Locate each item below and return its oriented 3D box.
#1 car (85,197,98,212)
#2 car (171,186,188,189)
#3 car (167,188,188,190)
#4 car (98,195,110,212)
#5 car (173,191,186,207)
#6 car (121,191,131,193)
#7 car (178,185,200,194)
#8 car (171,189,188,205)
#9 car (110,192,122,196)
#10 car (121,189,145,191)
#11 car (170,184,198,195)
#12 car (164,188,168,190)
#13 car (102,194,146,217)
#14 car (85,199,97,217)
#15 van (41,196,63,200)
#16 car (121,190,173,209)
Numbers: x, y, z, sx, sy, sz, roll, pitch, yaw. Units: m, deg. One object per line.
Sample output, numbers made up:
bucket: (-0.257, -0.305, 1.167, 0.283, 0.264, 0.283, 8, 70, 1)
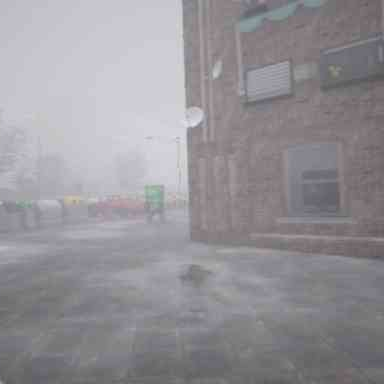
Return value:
car: (-15.191, 1.621, 42.949, 4.892, 1.521, 2.231, -3, 2, 24)
car: (-0.133, 0.479, 46.593, 4.553, 1.767, 2.185, -3, 2, 24)
car: (-1.269, 0.762, 44.033, 4.892, 1.521, 2.231, -3, 2, 24)
car: (-14.073, 1.505, 45.503, 4.674, 1.452, 2.002, -3, 2, 24)
car: (-3.836, 1.098, 38.613, 5.366, 1.575, 1.946, -3, 2, 24)
car: (-11.852, 1.157, 50.620, 4.892, 1.521, 2.231, -3, 2, 24)
car: (-0.695, -0.517, 76.177, 4.553, 1.767, 2.185, -3, 2, 24)
car: (-2.326, 0.920, 41.156, 5.366, 1.575, 1.946, -3, 2, 24)
car: (-13.004, 1.318, 47.943, 4.892, 1.521, 2.231, -3, 2, 24)
car: (-9.609, 0.595, 55.712, 5.566, 2.045, 2.435, -3, 2, 24)
car: (-1.869, -0.485, 73.637, 5.566, 2.045, 2.435, -3, 2, 24)
car: (-7.480, 0.420, 60.741, 4.553, 1.767, 2.185, -3, 2, 24)
car: (-5.963, 1.385, 33.252, 5.008, 1.535, 2.097, -3, 2, 24)
car: (-11.888, 1.796, 31.314, 2.033, 1.411, 5.357, -3, 1, 25)
van: (-16.205, 1.538, 40.334, 4.442, 1.987, 1.878, -3, 2, 24)
car: (-4.874, 1.128, 35.854, 4.553, 1.767, 2.185, -3, 2, 24)
